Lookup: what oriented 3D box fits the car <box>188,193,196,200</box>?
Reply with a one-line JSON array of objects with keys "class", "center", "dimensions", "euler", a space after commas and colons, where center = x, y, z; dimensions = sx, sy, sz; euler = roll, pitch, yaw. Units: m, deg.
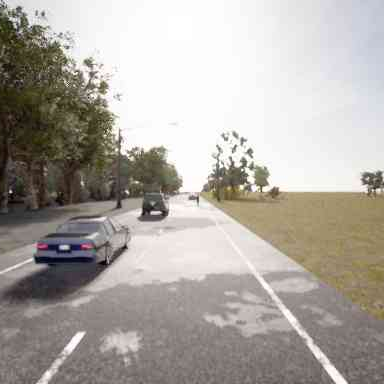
[{"class": "car", "center": [-0.010, 1.272, 79.944], "dimensions": [2.033, 1.411, 5.357], "euler": [0, 0, 0]}]

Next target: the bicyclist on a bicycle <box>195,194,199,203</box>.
[{"class": "bicyclist on a bicycle", "center": [0.942, 1.260, 63.023], "dimensions": [0.866, 1.612, 1.509], "euler": [0, 0, 0]}]

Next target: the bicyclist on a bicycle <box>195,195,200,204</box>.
[{"class": "bicyclist on a bicycle", "center": [0.955, 1.305, 52.772], "dimensions": [0.582, 1.620, 1.656], "euler": [0, 0, 0]}]

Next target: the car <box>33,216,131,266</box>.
[{"class": "car", "center": [-3.407, 1.515, 11.357], "dimensions": [2.033, 1.411, 5.357], "euler": [0, 0, 0]}]

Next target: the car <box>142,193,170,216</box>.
[{"class": "car", "center": [-3.406, 1.132, 31.601], "dimensions": [2.150, 2.045, 5.566], "euler": [0, 0, 0]}]
